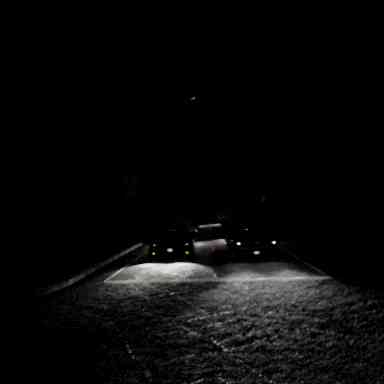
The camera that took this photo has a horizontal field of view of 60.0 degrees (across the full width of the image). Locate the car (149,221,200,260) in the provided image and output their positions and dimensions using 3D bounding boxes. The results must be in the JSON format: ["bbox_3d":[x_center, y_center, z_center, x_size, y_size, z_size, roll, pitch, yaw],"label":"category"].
[{"bbox_3d":[-0.813,2.359,16.051,1.994,1.385,4.181,-2,-3,3],"label":"car"}]

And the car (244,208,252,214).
[{"bbox_3d":[14.863,5.077,88.211,1.812,1.442,4.674,-2,-3,6],"label":"car"}]

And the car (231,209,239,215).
[{"bbox_3d":[11.395,5.301,88.638,1.895,1.301,4.718,-2,-3,6],"label":"car"}]

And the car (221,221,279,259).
[{"bbox_3d":[2.675,2.267,15.751,1.895,1.301,4.718,-2,-3,1],"label":"car"}]

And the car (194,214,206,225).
[{"bbox_3d":[0.818,3.582,43.761,2.033,1.411,5.357,-2,-3,4],"label":"car"}]

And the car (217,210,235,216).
[{"bbox_3d":[4.434,3.518,45.423,1.812,1.442,4.674,-2,-3,4],"label":"car"}]

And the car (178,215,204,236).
[{"bbox_3d":[-0.327,2.701,24.528,1.812,1.442,4.674,-2,-2,3],"label":"car"}]

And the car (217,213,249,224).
[{"bbox_3d":[3.247,2.662,25.772,2.033,1.411,5.357,-2,-3,3],"label":"car"}]

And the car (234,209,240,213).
[{"bbox_3d":[10.338,4.853,78.310,2.128,1.511,4.902,-2,-3,5],"label":"car"}]

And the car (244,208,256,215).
[{"bbox_3d":[13.824,4.700,78.026,1.837,1.490,4.892,-2,-3,5],"label":"car"}]
